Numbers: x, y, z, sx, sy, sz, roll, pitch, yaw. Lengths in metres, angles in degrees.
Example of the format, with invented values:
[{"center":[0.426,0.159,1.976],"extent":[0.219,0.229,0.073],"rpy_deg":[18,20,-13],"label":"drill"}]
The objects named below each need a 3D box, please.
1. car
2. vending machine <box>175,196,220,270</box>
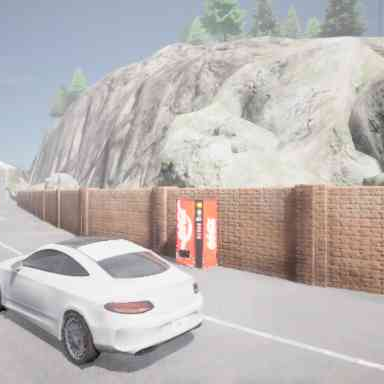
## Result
[{"center":[-1.900,1.525,5.816],"extent":[4.674,1.442,1.812],"rpy_deg":[0,0,41],"label":"car"},{"center":[0.172,1.195,10.270],"extent":[0.880,2.100,1.100],"rpy_deg":[0,0,42],"label":"vending machine"}]
